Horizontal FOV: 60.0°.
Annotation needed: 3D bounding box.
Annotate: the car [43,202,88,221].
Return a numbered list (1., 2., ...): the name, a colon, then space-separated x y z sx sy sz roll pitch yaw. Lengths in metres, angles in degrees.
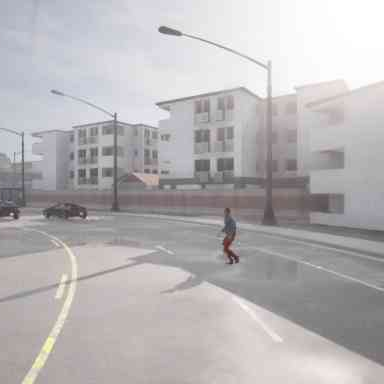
1. car: -10.482 1.526 27.552 4.674 1.442 1.812 0 0 39

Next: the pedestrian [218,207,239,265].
1. pedestrian: 1.131 1.294 10.138 0.375 1.860 0.375 0 0 -18

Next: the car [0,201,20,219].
1. car: -16.060 1.504 27.482 4.892 1.490 1.837 0 0 37
